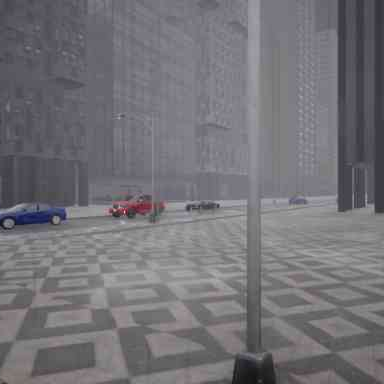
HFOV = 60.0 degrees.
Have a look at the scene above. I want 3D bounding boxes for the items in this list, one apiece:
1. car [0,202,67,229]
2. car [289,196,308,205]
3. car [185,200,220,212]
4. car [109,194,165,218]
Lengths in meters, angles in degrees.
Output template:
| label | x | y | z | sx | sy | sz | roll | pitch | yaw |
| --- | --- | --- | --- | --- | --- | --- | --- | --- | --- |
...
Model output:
| label | x | y | z | sx | sy | sz | roll | pitch | yaw |
| --- | --- | --- | --- | --- | --- | --- | --- | --- | --- |
| car | -10.714 | 1.458 | 21.719 | 1.882 | 1.535 | 5.008 | 0 | 0 | 36 |
| car | 17.647 | 1.401 | 55.079 | 1.882 | 1.535 | 5.008 | 0 | 0 | 36 |
| car | 1.215 | 1.555 | 38.021 | 1.895 | 1.301 | 4.718 | 0 | 0 | 36 |
| car | -4.779 | 1.189 | 29.835 | 2.150 | 2.045 | 5.566 | 0 | 0 | 36 |
